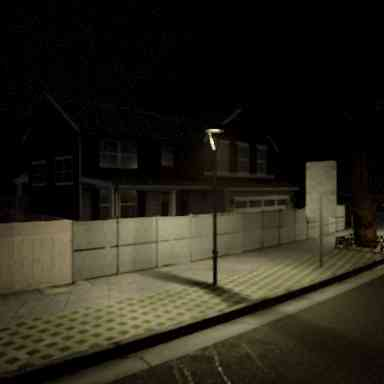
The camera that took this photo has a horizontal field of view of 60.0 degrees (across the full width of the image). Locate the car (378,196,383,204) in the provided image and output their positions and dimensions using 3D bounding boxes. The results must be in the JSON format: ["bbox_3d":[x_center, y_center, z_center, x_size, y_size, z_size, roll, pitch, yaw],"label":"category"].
[{"bbox_3d":[33.455,1.448,57.080,1.882,1.535,5.008,0,0,12],"label":"car"}]
